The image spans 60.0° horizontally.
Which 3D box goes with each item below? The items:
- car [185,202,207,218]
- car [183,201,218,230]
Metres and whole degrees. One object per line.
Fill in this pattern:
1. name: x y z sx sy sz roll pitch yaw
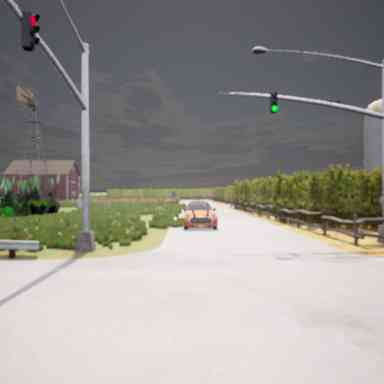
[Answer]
1. car: 0.324 1.711 32.176 1.895 1.301 4.718 0 0 -1
2. car: 0.499 1.432 21.935 2.097 1.767 4.553 0 0 -1
